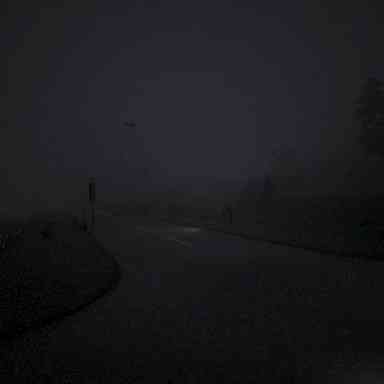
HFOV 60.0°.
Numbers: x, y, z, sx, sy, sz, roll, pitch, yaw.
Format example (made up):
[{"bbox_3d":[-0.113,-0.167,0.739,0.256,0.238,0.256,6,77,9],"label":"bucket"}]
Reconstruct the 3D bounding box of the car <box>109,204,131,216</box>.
[{"bbox_3d":[-9.968,2.443,46.895,2.097,1.767,4.553,0,-1,-21],"label":"car"}]

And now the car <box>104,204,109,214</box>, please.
[{"bbox_3d":[-13.675,2.805,56.227,1.882,1.535,5.008,0,-1,-21],"label":"car"}]

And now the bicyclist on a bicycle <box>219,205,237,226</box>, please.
[{"bbox_3d":[2.803,1.859,25.958,1.656,1.620,0.582,-1,-1,-21],"label":"bicyclist on a bicycle"}]
